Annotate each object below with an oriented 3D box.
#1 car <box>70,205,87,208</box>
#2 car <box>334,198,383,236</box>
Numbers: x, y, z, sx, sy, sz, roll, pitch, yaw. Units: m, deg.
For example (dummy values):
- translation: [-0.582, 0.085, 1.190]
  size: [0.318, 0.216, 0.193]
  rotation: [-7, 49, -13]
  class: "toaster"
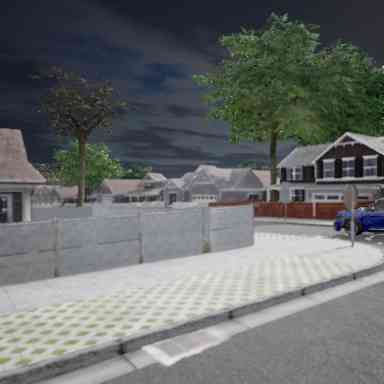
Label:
- translation: [-16.343, 2.556, 48.476]
  size: [2.128, 1.511, 4.902]
  rotation: [0, -2, -39]
  class: "car"
- translation: [9.743, 1.173, 15.763]
  size: [5.566, 2.045, 2.150]
  rotation: [-2, 1, 40]
  class: "car"
